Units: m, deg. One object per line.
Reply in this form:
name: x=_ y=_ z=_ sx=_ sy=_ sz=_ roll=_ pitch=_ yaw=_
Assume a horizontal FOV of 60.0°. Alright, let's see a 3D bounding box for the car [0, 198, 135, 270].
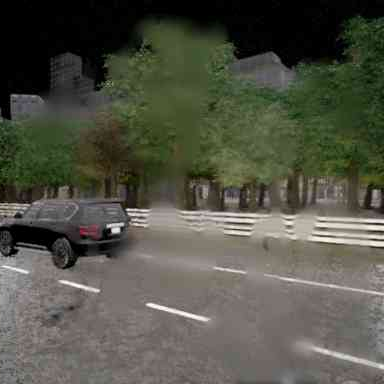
car: x=-4.411 y=1.223 z=11.328 sx=5.566 sy=2.045 sz=2.150 roll=0 pitch=0 yaw=36
